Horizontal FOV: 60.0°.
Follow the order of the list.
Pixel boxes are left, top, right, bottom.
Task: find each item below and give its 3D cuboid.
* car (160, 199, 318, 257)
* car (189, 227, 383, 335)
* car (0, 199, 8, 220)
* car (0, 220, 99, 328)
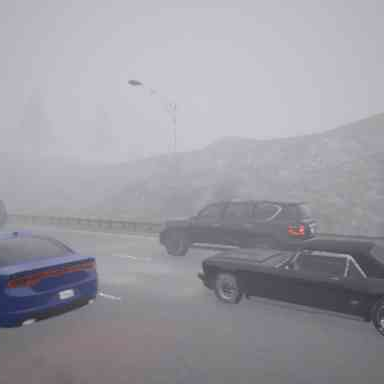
[{"bbox_3d":[1.452,1.269,11.544,5.566,2.045,2.150,0,0,35],"label":"car"},{"bbox_3d":[2.469,1.615,6.526,4.718,1.301,1.895,-1,0,35],"label":"car"},{"bbox_3d":[-15.136,1.449,23.280,5.566,2.045,2.150,0,0,34],"label":"car"},{"bbox_3d":[-4.065,1.541,6.878,5.008,1.535,1.882,-1,0,35],"label":"car"}]
